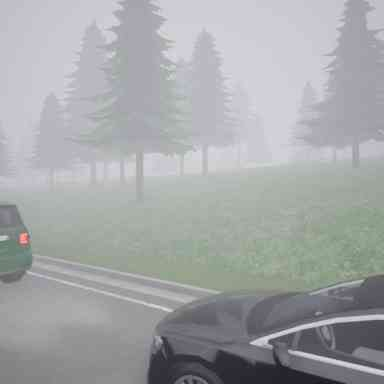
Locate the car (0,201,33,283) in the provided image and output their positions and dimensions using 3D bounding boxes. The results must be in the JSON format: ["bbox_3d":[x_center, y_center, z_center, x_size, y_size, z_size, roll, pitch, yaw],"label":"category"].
[{"bbox_3d":[-6.292,1.220,8.446,5.566,2.045,2.150,0,0,36],"label":"car"}]

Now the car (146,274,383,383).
[{"bbox_3d":[1.771,1.492,2.729,4.902,1.511,2.128,0,0,36],"label":"car"}]
